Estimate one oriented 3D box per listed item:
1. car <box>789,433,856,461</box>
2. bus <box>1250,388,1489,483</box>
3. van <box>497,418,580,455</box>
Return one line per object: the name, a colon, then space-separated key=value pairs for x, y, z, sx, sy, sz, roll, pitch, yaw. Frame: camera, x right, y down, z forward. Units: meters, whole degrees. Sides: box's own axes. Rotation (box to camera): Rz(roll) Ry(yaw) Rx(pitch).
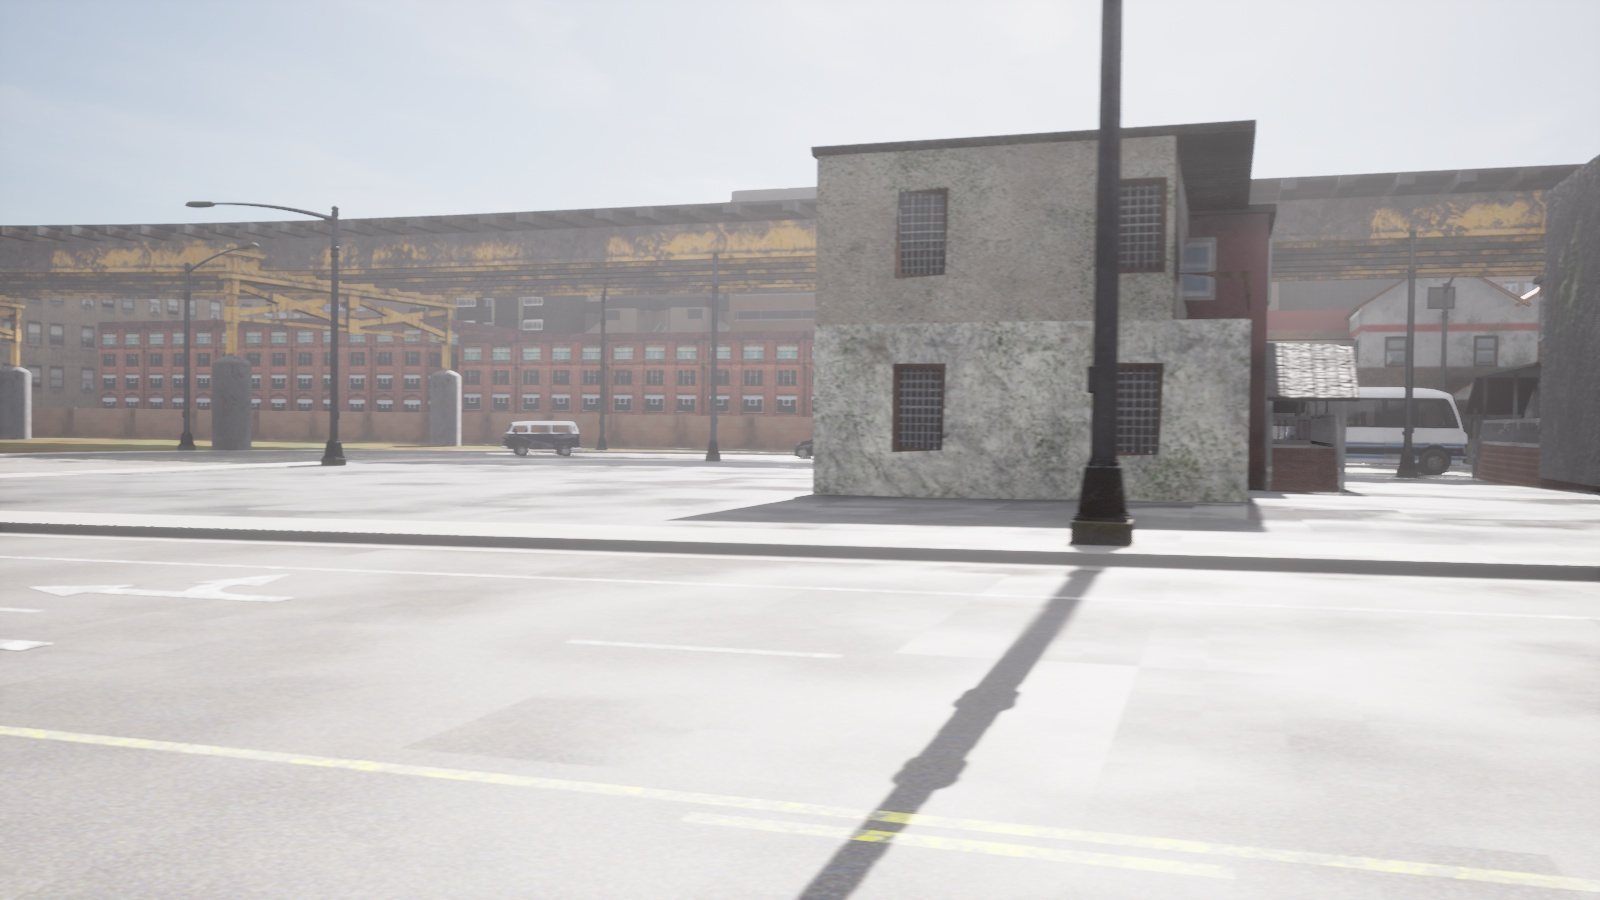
car: x=1.323 y=-0.187 z=74.063 sx=3.633 sy=1.501 sz=1.845 roll=1 pitch=1 yaw=12
bus: x=27.698 y=-0.767 z=61.818 sx=10.273 sy=4.253 sz=3.944 roll=2 pitch=1 yaw=19
van: x=-15.138 y=-0.789 z=72.725 sx=4.480 sy=2.038 sz=2.069 roll=1 pitch=1 yaw=-18
